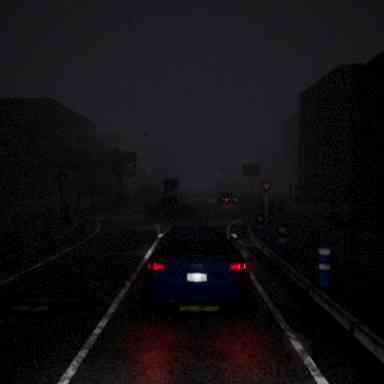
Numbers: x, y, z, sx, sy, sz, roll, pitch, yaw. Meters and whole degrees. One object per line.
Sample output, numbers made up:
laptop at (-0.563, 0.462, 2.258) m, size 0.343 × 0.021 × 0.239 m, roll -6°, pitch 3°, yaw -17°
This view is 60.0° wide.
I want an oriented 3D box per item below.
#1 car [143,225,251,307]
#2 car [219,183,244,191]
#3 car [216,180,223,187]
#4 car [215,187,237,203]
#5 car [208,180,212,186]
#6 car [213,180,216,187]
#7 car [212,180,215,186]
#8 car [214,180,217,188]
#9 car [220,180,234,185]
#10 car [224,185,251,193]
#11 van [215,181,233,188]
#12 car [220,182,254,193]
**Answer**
car at (0.121, 1.435, 7.601) m, size 1.994 × 1.385 × 4.181 m, roll 0°, pitch -1°, yaw 1°
car at (8.264, -1.001, 69.540) m, size 5.008 × 1.535 × 2.097 m, roll 0°, pitch 3°, yaw -1°
car at (8.314, -1.115, 66.775) m, size 5.566 × 2.045 × 2.435 m, roll 0°, pitch 3°, yaw -1°
car at (3.959, 0.534, 40.654) m, size 1.837 × 1.490 × 4.892 m, roll 0°, pitch 3°, yaw 0°
car at (8.033, -2.212, 91.559) m, size 5.566 × 2.045 × 2.435 m, roll 0°, pitch 2°, yaw -1°
car at (8.131, -1.480, 80.553) m, size 4.792 × 1.488 × 2.163 m, roll 0°, pitch 3°, yaw -1°
car at (8.141, -1.628, 83.305) m, size 5.008 × 1.535 × 2.097 m, roll 0°, pitch 2°, yaw -1°
car at (8.192, -1.387, 77.799) m, size 4.892 × 1.521 × 2.231 m, roll 0°, pitch 3°, yaw -1°
car at (8.277, -0.850, 64.029) m, size 4.553 × 1.767 × 2.185 m, roll 0°, pitch 3°, yaw -1°
car at (8.337, -0.541, 61.286) m, size 4.674 × 1.452 × 2.002 m, roll 0°, pitch 3°, yaw -1°
van at (8.228, -1.963, 85.929) m, size 4.442 × 1.987 × 1.878 m, roll 0°, pitch 2°, yaw 0°
car at (8.173, -0.437, 58.528) m, size 5.366 × 1.575 × 1.946 m, roll 0°, pitch 3°, yaw -1°
